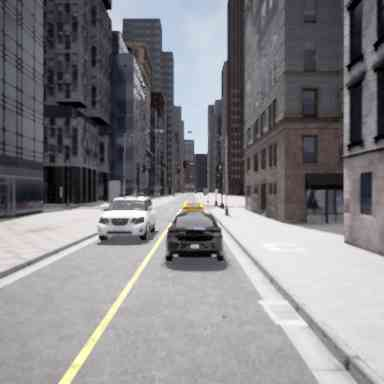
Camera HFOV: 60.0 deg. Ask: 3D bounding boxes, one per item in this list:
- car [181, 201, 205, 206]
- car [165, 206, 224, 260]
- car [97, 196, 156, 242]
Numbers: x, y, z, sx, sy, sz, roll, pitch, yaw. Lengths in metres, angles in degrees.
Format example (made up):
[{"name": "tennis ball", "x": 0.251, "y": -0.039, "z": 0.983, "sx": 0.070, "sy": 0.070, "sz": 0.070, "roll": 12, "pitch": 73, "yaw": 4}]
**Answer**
[{"name": "car", "x": 0.090, "y": 1.519, "z": 29.344, "sx": 1.882, "sy": 1.535, "sz": 5.008, "roll": 0, "pitch": 0, "yaw": 0}, {"name": "car", "x": 0.091, "y": 1.492, "z": 12.469, "sx": 1.882, "sy": 1.535, "sz": 5.008, "roll": 0, "pitch": 0, "yaw": 0}, {"name": "car", "x": -3.104, "y": 1.242, "z": 16.941, "sx": 2.150, "sy": 2.045, "sz": 5.566, "roll": 0, "pitch": 0, "yaw": 0}]
